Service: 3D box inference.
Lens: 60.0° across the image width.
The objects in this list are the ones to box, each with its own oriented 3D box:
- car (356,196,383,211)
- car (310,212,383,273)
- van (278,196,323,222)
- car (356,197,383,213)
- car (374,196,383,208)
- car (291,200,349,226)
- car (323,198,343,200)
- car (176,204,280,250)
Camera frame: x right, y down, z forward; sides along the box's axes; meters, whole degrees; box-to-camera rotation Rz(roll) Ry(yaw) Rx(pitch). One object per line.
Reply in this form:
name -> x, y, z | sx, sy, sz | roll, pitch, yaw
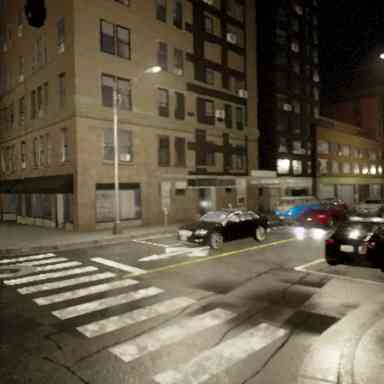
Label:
car -> 19.431, 1.180, 35.783 | 4.829, 1.417, 1.752 | -1, 0, -44
car -> 5.778, 1.568, 10.640 | 4.313, 1.339, 1.947 | -1, 0, -44
van -> 7.721, 1.221, 24.414 | 3.998, 1.788, 1.690 | -1, 0, -44
car -> 15.747, 1.273, 28.603 | 4.674, 1.442, 1.812 | -1, 1, -44
car -> 23.497, 1.162, 39.731 | 4.206, 1.307, 1.802 | -1, 0, -44
car -> 8.572, 1.452, 21.636 | 4.181, 1.385, 1.994 | -1, 1, -43
car -> 11.666, 1.243, 28.243 | 4.097, 1.590, 1.967 | -1, 0, -44
car -> 1.477, 1.522, 14.744 | 4.902, 1.511, 2.128 | -1, 1, -42
